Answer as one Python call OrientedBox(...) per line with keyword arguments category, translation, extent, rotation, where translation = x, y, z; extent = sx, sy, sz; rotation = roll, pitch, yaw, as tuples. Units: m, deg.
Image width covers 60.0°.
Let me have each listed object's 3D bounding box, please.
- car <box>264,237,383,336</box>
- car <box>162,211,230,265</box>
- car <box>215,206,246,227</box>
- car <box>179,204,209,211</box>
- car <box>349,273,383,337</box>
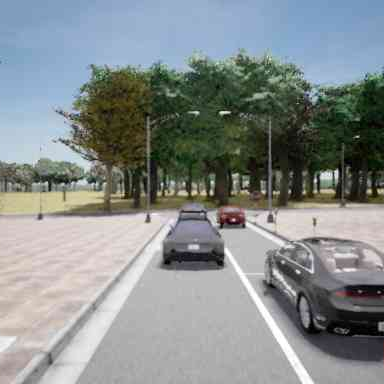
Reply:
OrientedBox(category="car", translation=(2.615, 1.564, 6.626), extent=(2.008, 1.369, 4.403), rotation=(-1, 0, 0))
OrientedBox(category="car", translation=(0.070, 1.589, 11.791), extent=(1.994, 1.385, 4.181), rotation=(0, 0, 1))
OrientedBox(category="car", translation=(2.582, 1.597, 22.846), extent=(1.887, 1.381, 4.507), rotation=(-1, 0, 0))
OrientedBox(category="car", translation=(0.100, 1.543, 22.499), extent=(2.128, 1.511, 4.902), rotation=(0, 0, 2))
OrientedBox(category="car", translation=(2.626, 1.547, 1.220), extent=(1.887, 1.381, 4.507), rotation=(-1, 0, 0))
